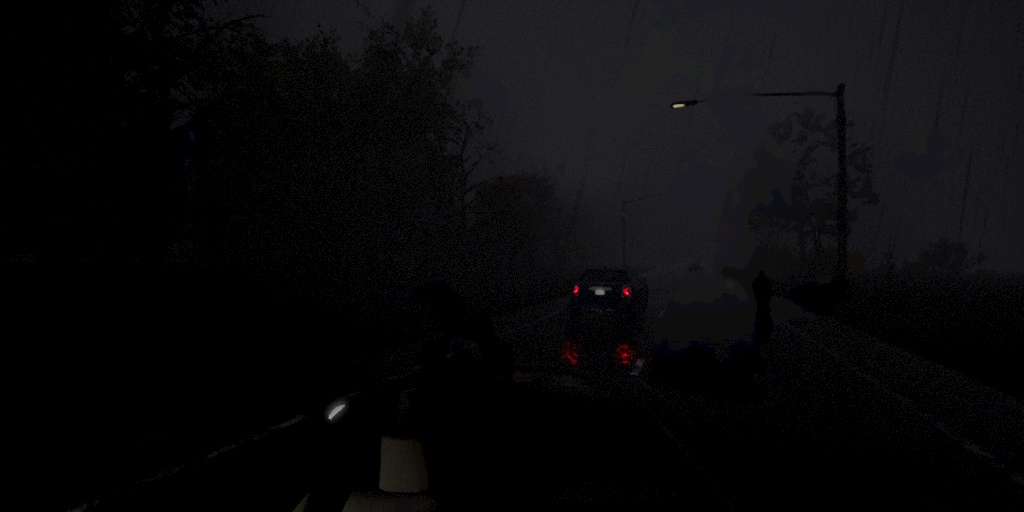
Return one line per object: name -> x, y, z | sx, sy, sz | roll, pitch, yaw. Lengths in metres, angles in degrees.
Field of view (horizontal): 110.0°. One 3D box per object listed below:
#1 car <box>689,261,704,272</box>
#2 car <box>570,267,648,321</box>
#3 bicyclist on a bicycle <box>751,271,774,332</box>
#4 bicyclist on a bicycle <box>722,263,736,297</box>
car -> 27.668, 1.644, 53.833 | 1.994, 1.385, 4.181 | 0, -1, 26
car -> 3.702, 1.177, 13.139 | 2.097, 1.767, 4.553 | 0, 0, 26
bicyclist on a bicycle -> 7.062, 1.252, 10.084 | 0.582, 1.620, 1.656 | 0, -1, 26
bicyclist on a bicycle -> 11.319, 1.224, 18.716 | 0.659, 1.776, 1.843 | 0, 0, 26
